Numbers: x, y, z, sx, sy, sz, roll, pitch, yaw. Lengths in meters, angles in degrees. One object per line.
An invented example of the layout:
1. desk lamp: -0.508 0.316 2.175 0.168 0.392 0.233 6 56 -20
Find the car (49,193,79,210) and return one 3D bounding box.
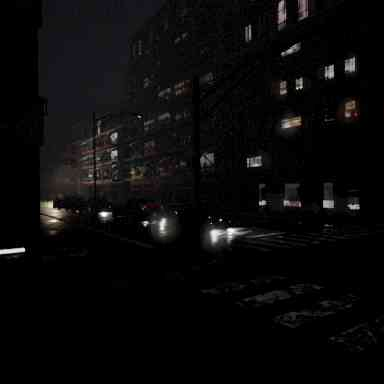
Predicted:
1. car: -15.829 1.312 41.072 1.967 1.590 4.097 -1 1 -35

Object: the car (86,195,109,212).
1. car: -9.873 1.425 36.994 1.994 1.385 4.181 -1 1 -35

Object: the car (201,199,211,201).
1. car: 0.820 1.359 31.844 1.887 1.381 4.507 -1 1 -35

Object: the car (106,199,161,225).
1. car: -4.373 1.509 24.201 1.887 1.381 4.507 -1 1 -35

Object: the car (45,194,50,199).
1. car: -34.797 1.075 83.413 1.752 1.417 4.829 -1 1 -35

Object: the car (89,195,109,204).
1. car: -15.468 1.216 55.326 1.752 1.417 4.829 -1 1 -35

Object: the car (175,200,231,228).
1. car: 0.618 1.507 21.743 1.994 1.385 4.181 -1 1 -34

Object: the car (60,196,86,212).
1. car: -12.607 1.448 36.392 2.008 1.369 4.403 -1 1 -35

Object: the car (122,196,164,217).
1. car: -4.277 1.257 28.848 2.097 1.767 4.553 -1 1 -35

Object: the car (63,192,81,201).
1. car: -25.038 0.935 69.227 2.192 1.841 5.009 -1 1 -35

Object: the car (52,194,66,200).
1. car: -31.479 1.124 78.592 2.008 1.369 4.403 -1 1 -35

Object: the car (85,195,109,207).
1. car: -13.821 1.266 48.271 1.837 1.490 4.892 -1 1 -34

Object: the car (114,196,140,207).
1. car: -9.025 1.266 45.964 1.752 1.417 4.829 -1 1 -35
